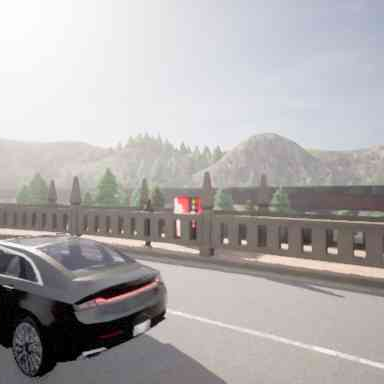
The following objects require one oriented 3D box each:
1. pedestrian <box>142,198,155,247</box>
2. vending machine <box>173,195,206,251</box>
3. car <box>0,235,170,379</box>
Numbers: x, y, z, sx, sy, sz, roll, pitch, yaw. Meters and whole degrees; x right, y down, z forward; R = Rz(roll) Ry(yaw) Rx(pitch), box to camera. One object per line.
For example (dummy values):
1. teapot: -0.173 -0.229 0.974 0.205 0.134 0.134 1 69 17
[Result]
1. pedestrian: -1.675 1.123 12.530 0.375 1.860 0.375 0 0 31
2. vending machine: -0.086 1.179 13.288 0.880 2.100 1.100 0 0 31
3. car: -2.651 1.481 5.498 4.902 1.511 2.128 0 0 33
